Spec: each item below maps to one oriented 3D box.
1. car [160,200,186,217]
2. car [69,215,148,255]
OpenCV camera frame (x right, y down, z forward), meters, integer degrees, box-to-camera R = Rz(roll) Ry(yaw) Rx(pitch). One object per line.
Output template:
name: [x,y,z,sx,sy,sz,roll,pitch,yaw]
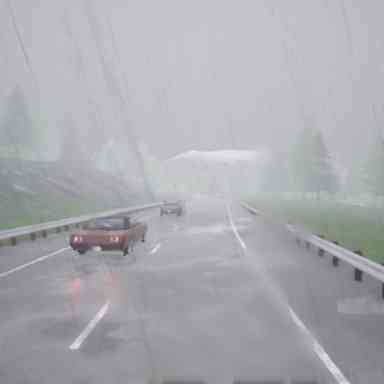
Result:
car: [-1.691,1.431,30.385,2.128,1.511,4.902,0,0,5]
car: [-3.010,1.571,13.137,1.895,1.301,4.718,0,0,3]
